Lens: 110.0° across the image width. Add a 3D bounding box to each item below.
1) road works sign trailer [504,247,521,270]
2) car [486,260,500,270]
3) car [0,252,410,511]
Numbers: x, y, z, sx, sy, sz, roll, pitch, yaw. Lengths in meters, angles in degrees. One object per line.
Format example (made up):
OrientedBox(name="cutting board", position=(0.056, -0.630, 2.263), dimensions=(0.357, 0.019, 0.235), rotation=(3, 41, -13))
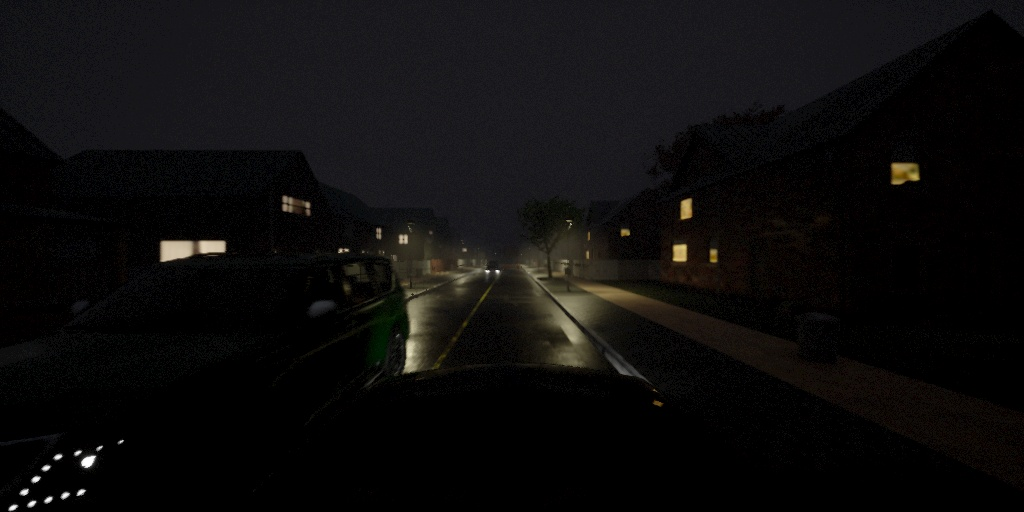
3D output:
OrientedBox(name="road works sign trailer", position=(-0.040, 0.377, 55.131), dimensions=(2.380, 3.560, 2.880), rotation=(0, 0, 0))
OrientedBox(name="car", position=(-2.846, 1.416, 54.764), dimensions=(1.837, 1.490, 4.892), rotation=(0, 0, 1))
OrientedBox(name="car", position=(-2.850, 0.971, 4.117), dimensions=(2.150, 2.045, 5.566), rotation=(0, 0, 0))
